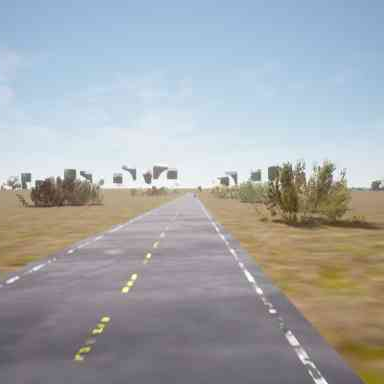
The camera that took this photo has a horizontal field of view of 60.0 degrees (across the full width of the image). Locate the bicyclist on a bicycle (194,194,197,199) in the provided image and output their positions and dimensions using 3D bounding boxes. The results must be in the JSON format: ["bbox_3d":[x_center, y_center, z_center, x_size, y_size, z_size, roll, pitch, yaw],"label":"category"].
[{"bbox_3d":[0.848,1.413,90.408,0.866,1.612,1.509,2,1,0],"label":"bicyclist on a bicycle"}]
